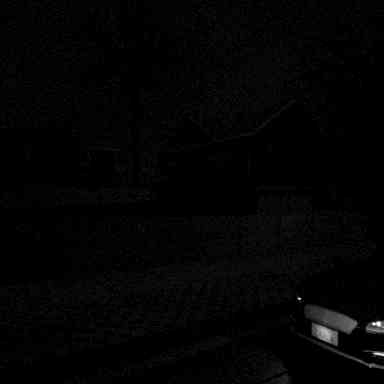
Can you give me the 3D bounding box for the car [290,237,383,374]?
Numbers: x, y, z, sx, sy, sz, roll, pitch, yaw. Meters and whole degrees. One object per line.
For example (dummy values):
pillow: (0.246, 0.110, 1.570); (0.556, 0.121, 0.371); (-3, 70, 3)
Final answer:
car: (3.711, 1.528, 5.491); (4.902, 1.511, 2.128); (1, 0, -33)
